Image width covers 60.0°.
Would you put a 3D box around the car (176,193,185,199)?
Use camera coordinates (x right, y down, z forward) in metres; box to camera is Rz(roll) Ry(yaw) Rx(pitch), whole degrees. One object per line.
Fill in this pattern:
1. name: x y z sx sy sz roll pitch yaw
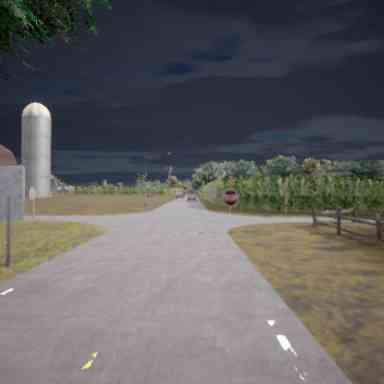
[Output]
1. car: -2.766 0.946 78.243 1.994 1.385 4.181 0 0 0

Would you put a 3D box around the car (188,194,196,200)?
1. car: -0.016 1.186 84.104 1.895 1.301 4.718 0 0 0

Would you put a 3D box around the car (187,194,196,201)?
1. car: -0.015 1.339 74.067 1.994 1.385 4.181 0 0 0
